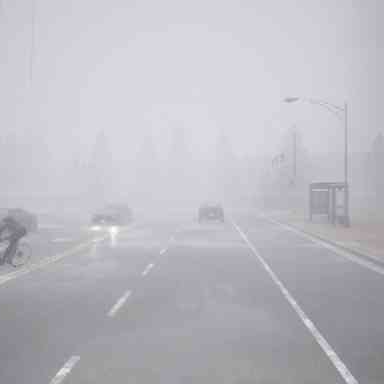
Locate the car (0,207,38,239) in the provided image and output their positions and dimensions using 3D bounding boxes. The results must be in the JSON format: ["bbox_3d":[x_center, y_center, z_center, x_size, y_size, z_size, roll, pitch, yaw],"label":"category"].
[{"bbox_3d":[-9.707,1.525,17.062,1.812,1.442,4.674,0,0,4],"label":"car"}]

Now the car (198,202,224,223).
[{"bbox_3d":[1.492,1.478,25.943,1.882,1.535,5.008,0,0,3],"label":"car"}]

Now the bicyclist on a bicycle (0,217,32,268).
[{"bbox_3d":[-5.289,1.451,9.583,1.656,1.620,0.582,-10,-31,9],"label":"bicyclist on a bicycle"}]

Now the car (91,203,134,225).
[{"bbox_3d":[-5.710,1.548,24.618,2.033,1.411,5.357,0,0,3],"label":"car"}]
